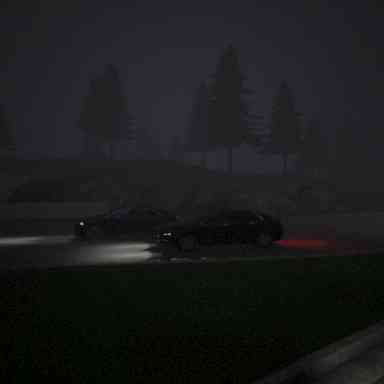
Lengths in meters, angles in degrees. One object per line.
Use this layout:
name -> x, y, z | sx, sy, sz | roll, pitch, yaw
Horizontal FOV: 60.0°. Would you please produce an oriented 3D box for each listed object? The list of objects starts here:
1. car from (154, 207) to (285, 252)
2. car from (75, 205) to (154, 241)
car -> 1.127, 1.386, 12.938 | 4.892, 1.490, 1.837 | -1, 1, -10
car -> -2.984, 1.396, 15.850 | 4.902, 1.511, 2.128 | -1, 1, -8
